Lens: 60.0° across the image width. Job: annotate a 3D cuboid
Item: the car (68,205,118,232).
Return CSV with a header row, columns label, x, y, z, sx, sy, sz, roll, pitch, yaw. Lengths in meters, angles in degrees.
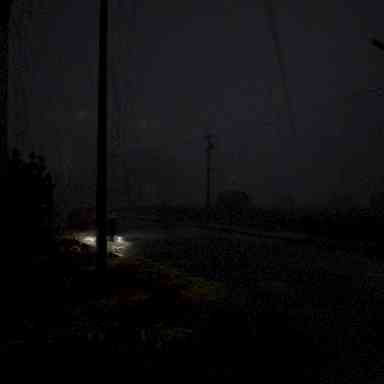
label,x,y,z,sx,sy,sz,roll,pitch,yaw
car,-6.329,1.576,21.059,1.882,1.535,5.008,1,0,-36
